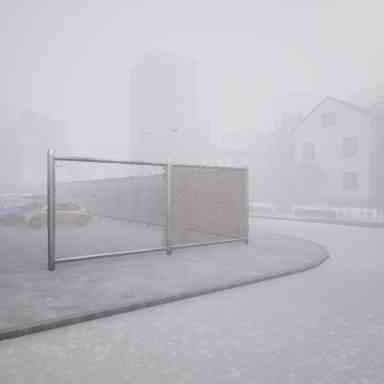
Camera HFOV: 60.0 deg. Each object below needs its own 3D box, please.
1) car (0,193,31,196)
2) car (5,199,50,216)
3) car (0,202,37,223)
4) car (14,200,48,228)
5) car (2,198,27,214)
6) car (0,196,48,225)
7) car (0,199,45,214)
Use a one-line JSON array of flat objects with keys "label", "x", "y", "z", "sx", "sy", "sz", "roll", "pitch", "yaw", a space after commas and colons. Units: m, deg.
[{"label": "car", "x": -13.337, "y": 1.242, "z": 26.794, "sx": 3.866, "sy": 1.878, "sz": 1.905, "roll": 0, "pitch": 0, "yaw": -36}, {"label": "car", "x": -15.556, "y": 1.412, "z": 31.497, "sx": 3.633, "sy": 1.501, "sz": 1.845, "roll": 0, "pitch": 0, "yaw": -36}, {"label": "car", "x": -12.784, "y": 1.451, "z": 24.533, "sx": 2.207, "sy": 1.379, "sz": 1.481, "roll": 0, "pitch": 0, "yaw": -36}, {"label": "car", "x": -8.606, "y": 1.416, "z": 21.002, "sx": 4.193, "sy": 1.474, "sz": 1.816, "roll": 0, "pitch": 0, "yaw": -36}, {"label": "car", "x": -18.609, "y": 1.402, "z": 34.788, "sx": 1.789, "sy": 1.547, "sz": 3.705, "roll": 0, "pitch": 0, "yaw": -36}, {"label": "car", "x": -11.049, "y": 1.347, "z": 23.154, "sx": 4.611, "sy": 1.667, "sz": 2.242, "roll": 0, "pitch": 0, "yaw": -36}, {"label": "car", "x": -18.610, "y": 1.474, "z": 35.066, "sx": 5.357, "sy": 1.415, "sz": 2.033, "roll": 0, "pitch": 0, "yaw": -36}]
